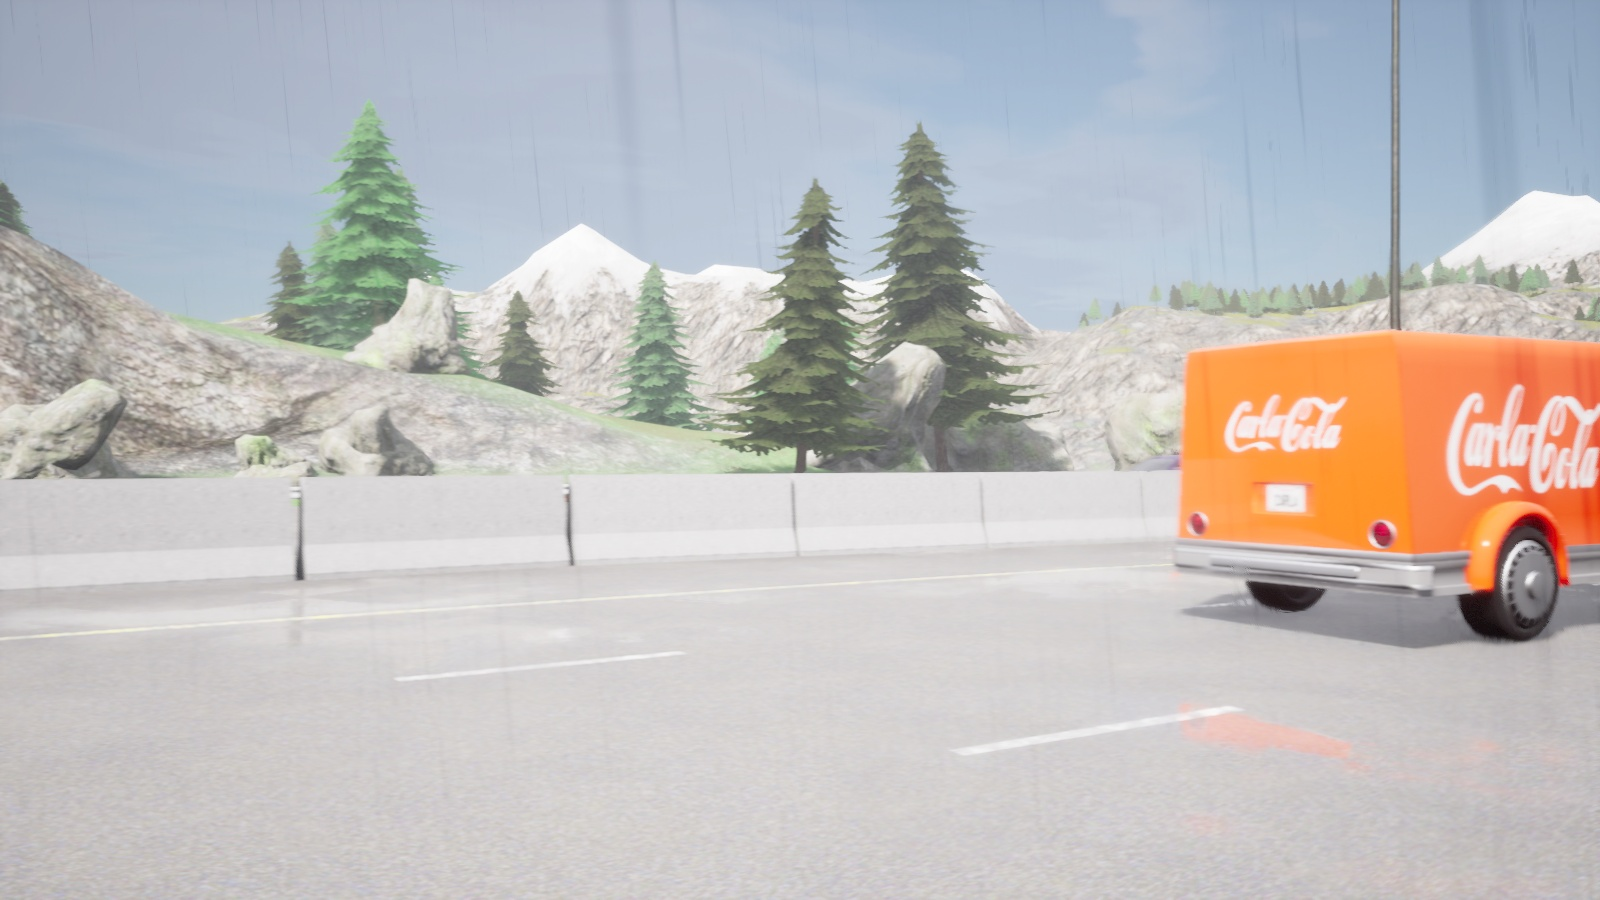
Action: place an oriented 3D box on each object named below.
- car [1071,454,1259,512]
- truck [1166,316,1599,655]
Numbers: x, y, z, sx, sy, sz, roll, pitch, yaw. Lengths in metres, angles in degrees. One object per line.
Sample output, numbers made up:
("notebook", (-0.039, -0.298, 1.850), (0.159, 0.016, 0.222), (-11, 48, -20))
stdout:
("car", (9.560, 0.821, 32.851), (4.674, 1.442, 1.812), (0, 0, -24))
("truck", (6.251, 0.270, 11.567), (5.204, 2.467, 2.627), (0, -1, -29))
